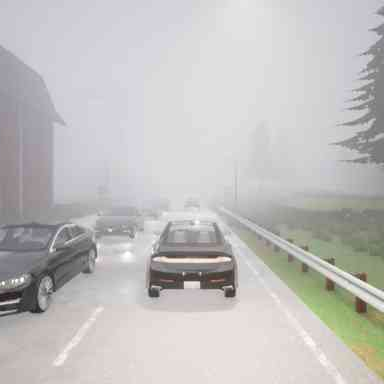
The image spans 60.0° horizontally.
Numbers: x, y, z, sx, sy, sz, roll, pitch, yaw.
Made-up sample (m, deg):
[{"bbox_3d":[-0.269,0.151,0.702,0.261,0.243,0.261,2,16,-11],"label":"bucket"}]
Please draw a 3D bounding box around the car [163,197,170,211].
[{"bbox_3d":[-3.553,1.332,37.845,1.882,1.535,5.008,0,0,0],"label":"car"}]

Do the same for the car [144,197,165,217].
[{"bbox_3d":[-3.594,1.421,27.357,1.812,1.442,4.674,0,0,0],"label":"car"}]

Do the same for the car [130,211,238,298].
[{"bbox_3d":[0.001,1.463,8.440,2.128,1.511,4.902,0,0,0],"label":"car"}]

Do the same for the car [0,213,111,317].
[{"bbox_3d":[-3.600,1.463,7.621,2.128,1.511,4.902,0,0,0],"label":"car"}]

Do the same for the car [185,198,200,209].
[{"bbox_3d":[0.064,1.390,41.538,2.033,1.411,5.357,0,0,1],"label":"car"}]

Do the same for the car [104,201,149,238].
[{"bbox_3d":[-3.598,1.440,17.092,1.837,1.490,4.892,0,0,0],"label":"car"}]
